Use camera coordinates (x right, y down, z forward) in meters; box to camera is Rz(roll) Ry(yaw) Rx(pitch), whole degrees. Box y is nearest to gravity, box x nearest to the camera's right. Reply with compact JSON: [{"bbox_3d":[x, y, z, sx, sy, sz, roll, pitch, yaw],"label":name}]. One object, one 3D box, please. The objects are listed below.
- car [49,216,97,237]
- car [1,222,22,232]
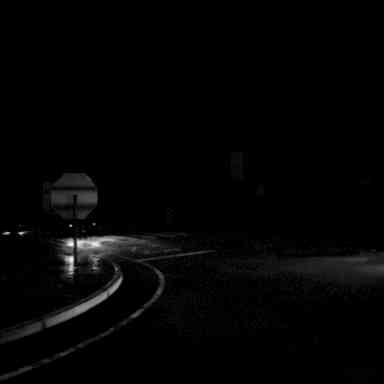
[{"bbox_3d":[-7.925,2.227,21.989,1.895,1.301,4.718,0,-4,-37],"label":"car"},{"bbox_3d":[-22.784,4.383,41.921,1.895,1.301,4.718,0,-5,-36],"label":"car"}]
